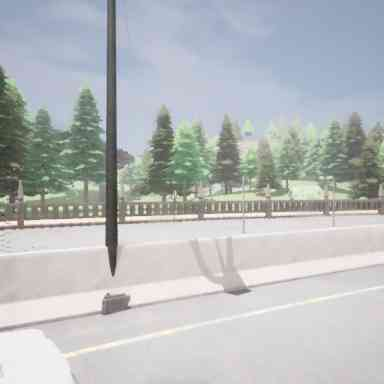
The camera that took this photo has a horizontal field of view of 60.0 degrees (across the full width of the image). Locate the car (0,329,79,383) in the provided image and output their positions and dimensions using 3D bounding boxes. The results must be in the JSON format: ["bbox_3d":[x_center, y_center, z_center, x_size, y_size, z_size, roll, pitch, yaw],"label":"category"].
[{"bbox_3d":[-2.932,1.601,1.588,4.718,1.301,1.895,0,0,-32],"label":"car"}]
